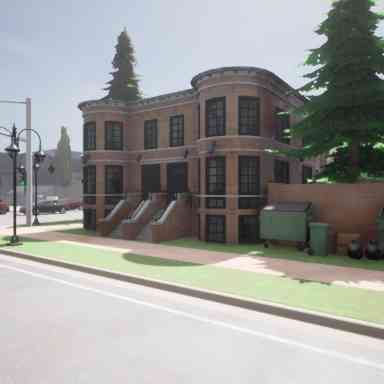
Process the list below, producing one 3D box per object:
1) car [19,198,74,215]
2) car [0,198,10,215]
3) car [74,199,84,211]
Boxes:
[{"bbox_3d":[-14.802,1.505,33.568,1.837,1.490,4.892,0,0,34],"label":"car"},{"bbox_3d":[-20.189,1.352,31.957,2.097,1.767,4.553,0,0,35],"label":"car"},{"bbox_3d":[-14.974,1.478,39.563,1.882,1.535,5.008,0,0,33],"label":"car"}]
